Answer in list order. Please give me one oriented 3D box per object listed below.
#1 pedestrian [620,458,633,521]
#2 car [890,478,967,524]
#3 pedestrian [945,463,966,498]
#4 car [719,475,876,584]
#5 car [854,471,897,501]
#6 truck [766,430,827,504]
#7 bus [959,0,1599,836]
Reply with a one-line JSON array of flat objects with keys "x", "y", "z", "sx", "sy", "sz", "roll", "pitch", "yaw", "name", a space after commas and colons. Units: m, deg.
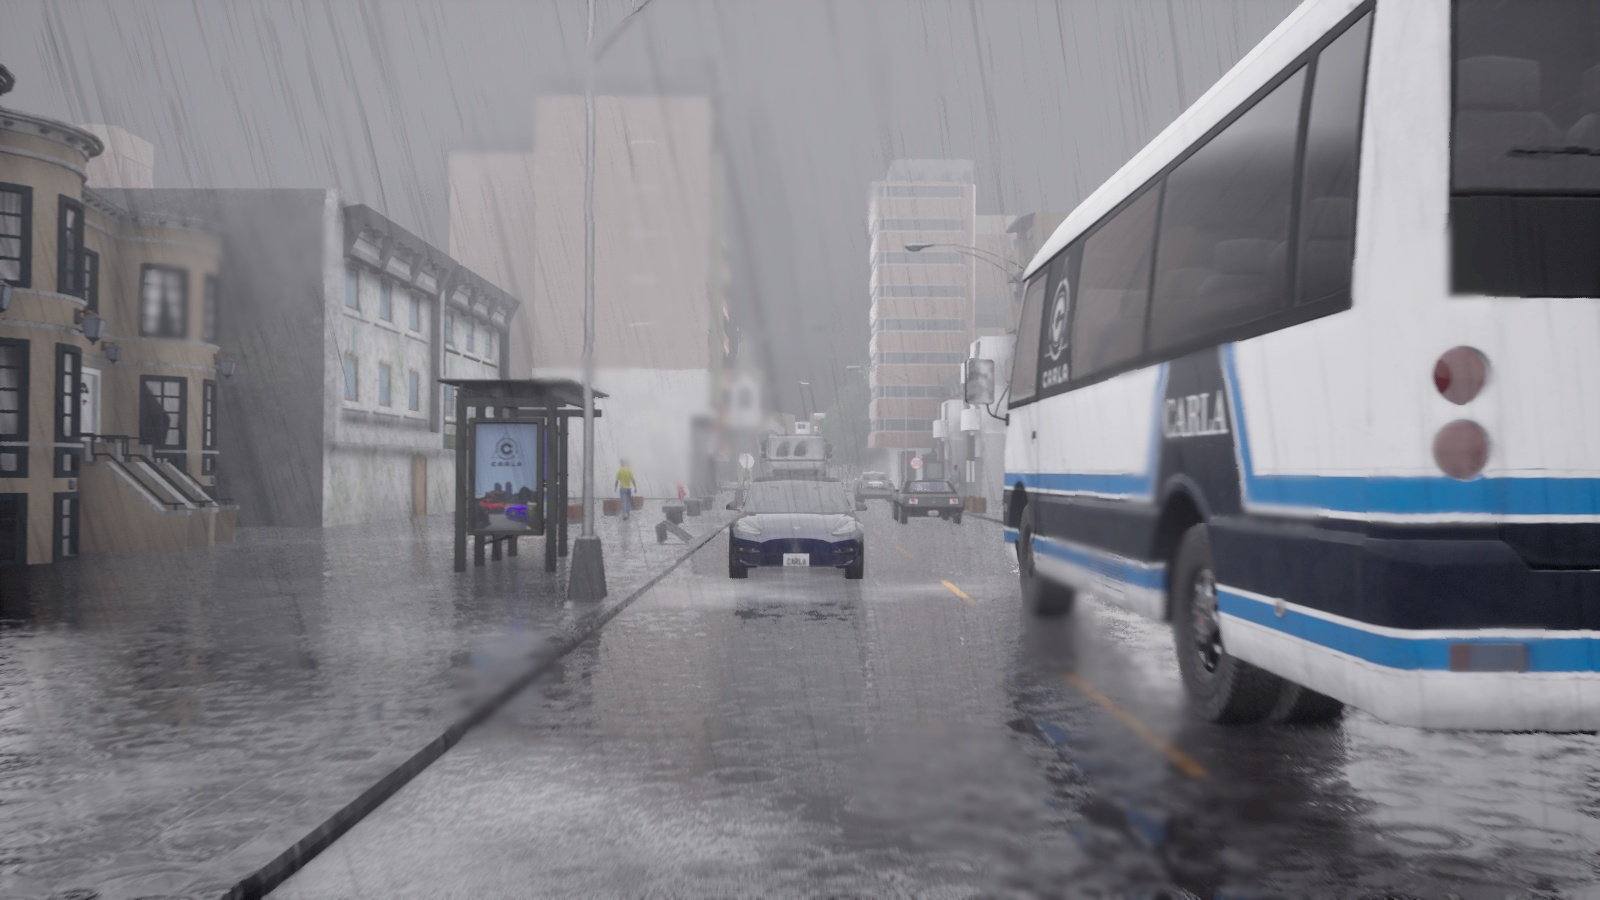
[{"x": -5.148, "y": 1.170, "z": 37.311, "sx": 0.354, "sy": 1.836, "sz": 0.706, "roll": 0, "pitch": -1, "yaw": -5, "name": "pedestrian"}, {"x": 3.909, "y": 1.553, "z": 39.037, "sx": 1.895, "sy": 1.301, "sz": 4.718, "roll": 0, "pitch": -1, "yaw": 0, "name": "car"}, {"x": 8.302, "y": 1.613, "z": 66.989, "sx": 0.874, "sy": 1.855, "sz": 0.900, "roll": 0, "pitch": -1, "yaw": -8, "name": "pedestrian"}, {"x": -0.046, "y": 1.146, "z": 19.770, "sx": 2.163, "sy": 1.488, "sz": 4.792, "roll": 0, "pitch": -1, "yaw": 0, "name": "car"}, {"x": 3.815, "y": 1.837, "z": 64.067, "sx": 1.970, "sy": 1.475, "sz": 3.806, "roll": 0, "pitch": -1, "yaw": 0, "name": "car"}, {"x": -0.184, "y": 0.887, "z": 62.909, "sx": 2.891, "sy": 3.462, "sz": 7.936, "roll": 0, "pitch": -1, "yaw": 0, "name": "truck"}, {"x": 3.973, "y": -0.402, "z": 10.529, "sx": 3.944, "sy": 4.253, "sz": 10.273, "roll": 0, "pitch": -1, "yaw": 0, "name": "bus"}]
